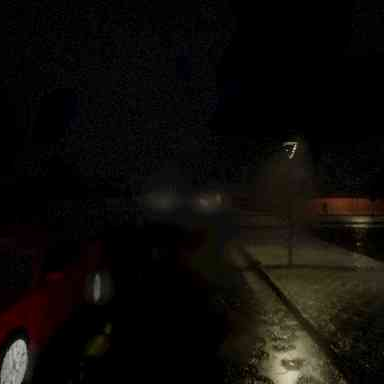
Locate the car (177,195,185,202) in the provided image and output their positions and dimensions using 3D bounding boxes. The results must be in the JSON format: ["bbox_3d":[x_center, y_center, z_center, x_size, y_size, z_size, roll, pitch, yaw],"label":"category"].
[{"bbox_3d":[-2.710,1.612,82.150,1.837,1.490,4.892,0,0,0],"label":"car"}]

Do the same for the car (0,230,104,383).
[{"bbox_3d":[-2.838,1.473,5.230,1.882,1.535,5.008,0,0,0],"label":"car"}]

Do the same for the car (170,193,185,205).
[{"bbox_3d":[-2.721,1.303,59.240,2.150,2.045,5.566,0,2,0],"label":"car"}]
